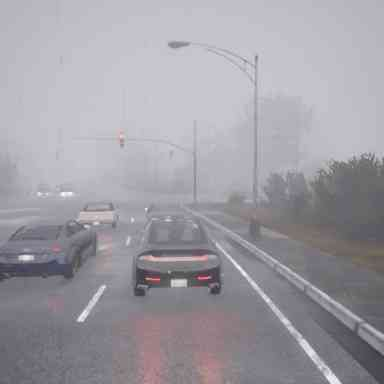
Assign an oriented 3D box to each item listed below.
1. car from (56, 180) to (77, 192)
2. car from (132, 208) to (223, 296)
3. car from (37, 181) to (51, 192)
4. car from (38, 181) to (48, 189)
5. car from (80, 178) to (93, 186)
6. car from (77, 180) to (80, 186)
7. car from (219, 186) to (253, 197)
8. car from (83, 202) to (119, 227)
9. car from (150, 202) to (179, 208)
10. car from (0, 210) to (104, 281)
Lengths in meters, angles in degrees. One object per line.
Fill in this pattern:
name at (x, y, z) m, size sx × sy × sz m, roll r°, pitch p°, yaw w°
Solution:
car at (-21.425, -0.829, 56.626) m, size 2.128 × 1.511 × 4.902 m, roll -1°, pitch 3°, yaw -24°
car at (-0.415, 1.408, 8.480) m, size 2.128 × 1.511 × 4.902 m, roll 0°, pitch 1°, yaw -4°
car at (-24.543, -0.673, 55.030) m, size 1.994 × 1.385 × 4.181 m, roll -1°, pitch 3°, yaw -24°
car at (-31.345, -1.503, 69.799) m, size 1.837 × 1.490 × 4.892 m, roll -1°, pitch 3°, yaw -25°
car at (-26.352, -2.487, 83.767) m, size 2.150 × 2.045 × 5.566 m, roll -1°, pitch 3°, yaw -25°
car at (-29.503, -2.155, 82.258) m, size 1.882 × 1.535 × 5.008 m, roll -1°, pitch 3°, yaw -25°
car at (6.225, -0.088, 46.596) m, size 4.902 × 1.511 × 2.128 m, roll 1°, pitch 3°, yaw -22°
car at (-5.259, 1.223, 19.224) m, size 1.895 × 1.301 × 4.718 m, roll 0°, pitch 2°, yaw -9°
car at (-1.471, 1.215, 17.817) m, size 2.033 × 1.411 × 5.357 m, roll 0°, pitch 2°, yaw -9°
car at (-4.041, 1.465, 9.717) m, size 1.994 × 1.385 × 4.181 m, roll 0°, pitch 1°, yaw -6°
